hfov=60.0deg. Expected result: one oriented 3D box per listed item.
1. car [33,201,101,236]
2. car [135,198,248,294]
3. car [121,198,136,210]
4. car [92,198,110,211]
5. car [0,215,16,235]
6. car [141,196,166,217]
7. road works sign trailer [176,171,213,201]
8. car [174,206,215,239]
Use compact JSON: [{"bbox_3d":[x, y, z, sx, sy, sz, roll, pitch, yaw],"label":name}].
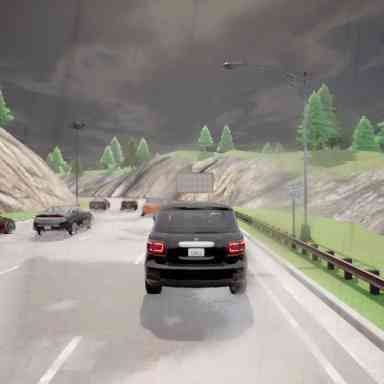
[{"bbox_3d":[-6.923,1.491,18.384,2.128,1.511,4.902,0,0,0],"label":"car"},{"bbox_3d":[0.088,1.221,8.898,2.150,2.045,5.566,0,0,0],"label":"car"},{"bbox_3d":[-7.858,1.477,41.933,1.882,1.535,5.008,0,0,-6],"label":"car"},{"bbox_3d":[-11.240,1.477,40.646,1.882,1.535,5.008,0,0,-6],"label":"car"},{"bbox_3d":[-10.419,1.563,16.097,1.994,1.385,4.181,0,0,0],"label":"car"},{"bbox_3d":[-3.634,1.352,32.446,2.097,1.767,4.553,0,0,-2],"label":"car"},{"bbox_3d":[0.188,0.464,21.612,2.380,3.560,2.880,0,0,0],"label":"road works sign trailer"},{"bbox_3d":[0.107,1.559,18.115,1.994,1.385,4.181,0,0,0],"label":"car"}]
